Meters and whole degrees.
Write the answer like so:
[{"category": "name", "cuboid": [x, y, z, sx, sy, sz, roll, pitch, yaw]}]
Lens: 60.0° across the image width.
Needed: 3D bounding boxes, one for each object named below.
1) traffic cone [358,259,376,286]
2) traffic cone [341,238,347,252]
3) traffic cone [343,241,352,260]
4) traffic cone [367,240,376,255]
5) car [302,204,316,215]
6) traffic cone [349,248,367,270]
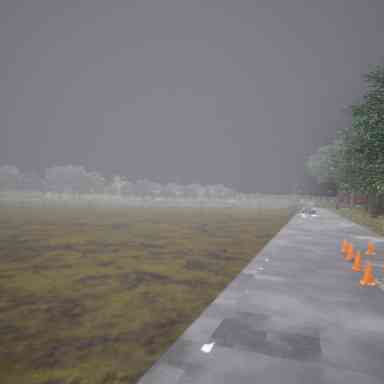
[{"category": "traffic cone", "cuboid": [4.845, 2.225, 9.144, 0.340, 0.580, 0.340, 2, -1, 19]}, {"category": "traffic cone", "cuboid": [6.834, 2.361, 14.803, 0.340, 0.580, 0.340, 2, -1, 19]}, {"category": "traffic cone", "cuboid": [6.171, 2.315, 12.917, 0.340, 0.580, 0.340, 2, -1, 19]}, {"category": "traffic cone", "cuboid": [7.777, 2.392, 14.471, 0.340, 0.580, 0.340, 2, -1, 19]}, {"category": "car", "cuboid": [19.361, 2.776, 55.163, 2.097, 1.767, 4.553, 2, -1, 19]}, {"category": "traffic cone", "cuboid": [5.508, 2.270, 11.030, 0.340, 0.580, 0.340, 2, -1, 19]}]
